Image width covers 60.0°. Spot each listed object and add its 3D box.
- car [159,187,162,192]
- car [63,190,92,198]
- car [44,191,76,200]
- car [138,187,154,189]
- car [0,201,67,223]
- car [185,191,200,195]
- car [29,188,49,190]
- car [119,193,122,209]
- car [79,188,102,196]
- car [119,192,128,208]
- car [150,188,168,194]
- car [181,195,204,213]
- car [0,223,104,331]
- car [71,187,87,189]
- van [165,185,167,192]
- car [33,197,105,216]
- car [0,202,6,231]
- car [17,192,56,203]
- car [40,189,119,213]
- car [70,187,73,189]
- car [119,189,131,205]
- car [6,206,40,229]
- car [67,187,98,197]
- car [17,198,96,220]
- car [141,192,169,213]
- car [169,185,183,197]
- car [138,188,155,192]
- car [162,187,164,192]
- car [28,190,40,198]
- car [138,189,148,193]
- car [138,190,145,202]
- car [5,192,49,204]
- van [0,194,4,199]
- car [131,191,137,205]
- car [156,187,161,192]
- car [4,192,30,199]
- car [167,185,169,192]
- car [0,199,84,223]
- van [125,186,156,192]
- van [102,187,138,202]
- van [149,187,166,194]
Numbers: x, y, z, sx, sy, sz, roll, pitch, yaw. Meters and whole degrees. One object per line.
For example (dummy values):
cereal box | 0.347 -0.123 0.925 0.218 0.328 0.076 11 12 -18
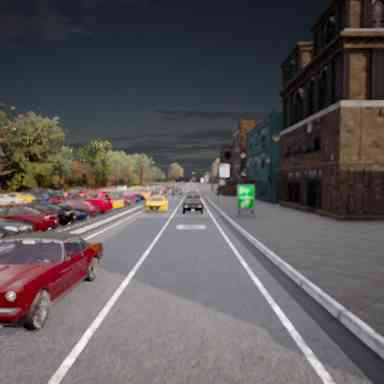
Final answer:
car | -9.265 0.094 70.612 4.553 1.767 2.185 0 1 0
car | -22.426 0.354 65.137 5.008 1.535 2.097 0 1 0
car | -22.491 0.600 56.787 4.674 1.452 2.002 0 1 0
car | -9.378 0.438 56.701 4.553 1.767 2.185 0 1 0
car | -9.717 1.442 17.737 5.008 1.535 2.097 0 1 0
car | 0.123 0.629 47.125 2.097 1.767 4.553 0 2 -1
car | -22.505 0.444 51.212 5.566 2.045 2.435 0 1 0
car | -9.606 1.156 31.662 5.008 1.535 2.097 0 1 0
car | -22.385 0.020 73.488 4.553 1.767 2.185 0 1 0
car | -9.774 1.088 34.446 5.366 1.575 1.946 0 1 0
car | -9.088 -0.321 92.876 4.792 1.488 2.163 0 1 0
car | 0.090 1.245 31.226 1.895 1.301 4.718 0 1 0
car | -3.358 1.590 6.977 1.895 1.301 4.718 0 0 0
car | -22.411 0.298 62.350 4.553 1.767 2.185 0 1 0
van | -9.090 -0.290 81.739 4.442 1.987 1.878 0 1 0
car | -9.653 1.325 26.098 4.674 1.452 2.002 0 1 0
car | -9.799 1.380 12.160 4.553 1.767 2.185 0 1 0
car | -22.584 0.791 48.433 4.792 1.488 2.163 0 1 0
car | -9.662 0.969 28.874 5.566 2.045 2.435 0 1 0
car | -22.480 0.502 53.998 4.553 1.767 2.185 0 1 0
car | -9.536 0.904 37.098 4.553 1.767 2.185 0 1 0
car | -9.748 1.518 14.948 4.674 1.452 2.002 0 1 0
car | -22.371 0.034 67.917 5.566 2.045 2.435 0 1 0
car | -9.649 1.375 23.313 4.792 1.488 2.163 0 1 0
car | -3.292 1.108 31.796 1.882 1.535 5.008 0 1 1
car | -3.136 -0.102 71.193 2.150 2.045 5.566 0 1 0
car | -9.246 0.628 53.920 5.366 1.575 1.946 0 1 0
car | -9.280 0.150 73.399 4.892 1.521 2.231 0 1 0
car | -22.606 0.893 42.865 5.008 1.535 2.097 0 1 0
car | -9.471 0.764 48.356 5.008 1.535 2.097 0 1 0
car | -9.504 0.830 45.574 5.008 1.535 2.097 0 1 0
car | -22.585 0.828 45.650 4.892 1.521 2.231 0 1 0
van | -22.552 0.862 34.507 4.442 1.987 1.878 0 1 0
car | -9.550 0.963 40.009 4.892 1.521 2.231 0 1 0
car | -9.322 0.329 67.835 4.674 1.452 2.002 0 1 0
car | -22.626 0.999 40.082 4.674 1.452 2.002 0 1 0
car | -9.156 -0.387 84.522 5.566 2.045 2.435 0 1 0
car | -9.696 1.398 20.526 5.008 1.535 2.097 0 1 0
van | -9.269 0.271 59.417 4.442 1.987 1.878 0 1 0
van | -9.638 0.670 42.787 4.442 1.987 1.878 0 1 0
van | -9.046 -0.430 87.179 4.442 1.987 1.878 0 1 0
